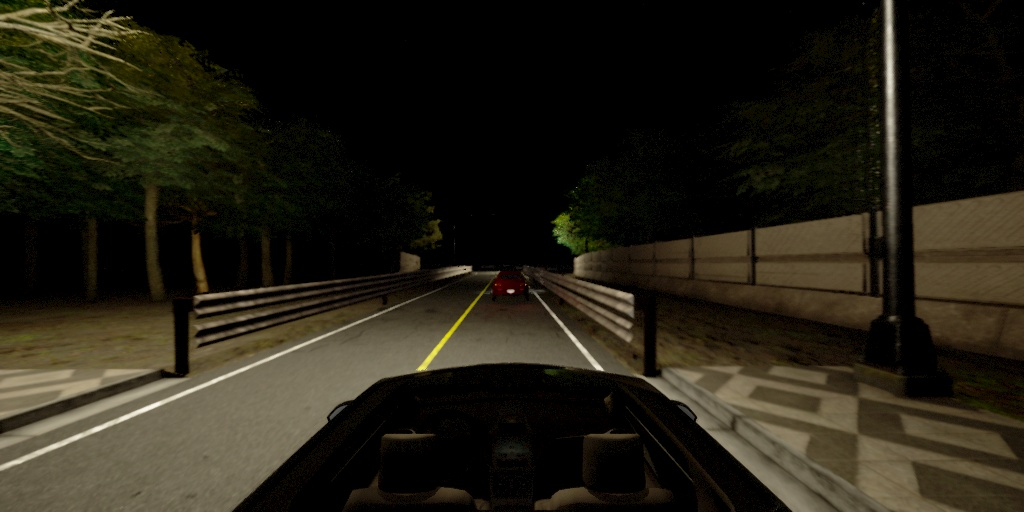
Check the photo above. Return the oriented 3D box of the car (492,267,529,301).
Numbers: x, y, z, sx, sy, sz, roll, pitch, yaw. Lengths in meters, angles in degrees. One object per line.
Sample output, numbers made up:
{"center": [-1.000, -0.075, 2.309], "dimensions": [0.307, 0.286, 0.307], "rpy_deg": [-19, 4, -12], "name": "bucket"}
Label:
{"center": [-0.087, 1.524, 19.211], "dimensions": [1.812, 1.442, 4.674], "rpy_deg": [0, -1, -1], "name": "car"}
